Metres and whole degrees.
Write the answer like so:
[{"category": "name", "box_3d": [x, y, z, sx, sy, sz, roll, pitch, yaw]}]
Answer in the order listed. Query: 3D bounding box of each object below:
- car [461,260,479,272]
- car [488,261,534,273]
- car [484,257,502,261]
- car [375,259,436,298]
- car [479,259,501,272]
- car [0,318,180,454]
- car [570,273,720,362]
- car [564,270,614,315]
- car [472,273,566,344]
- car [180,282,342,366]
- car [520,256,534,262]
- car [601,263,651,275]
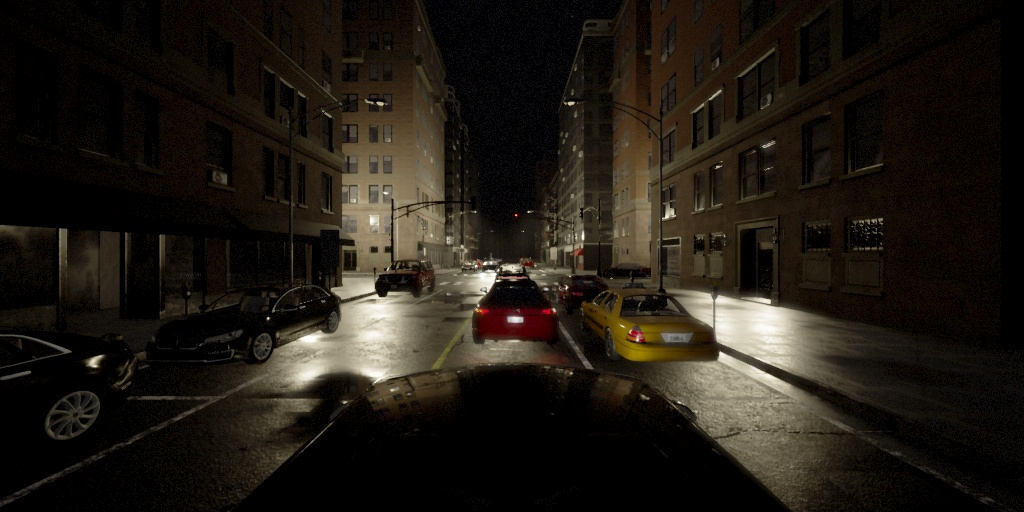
[{"category": "car", "box_3d": [-5.301, 1.293, 45.203, 2.007, 1.370, 4.403, 0, 0, 0]}, {"category": "car", "box_3d": [0.035, 1.239, 19.440, 2.128, 1.511, 4.902, 0, 0, 0]}, {"category": "car", "box_3d": [-2.734, 1.231, 54.916, 2.128, 1.511, 4.902, 0, 0, 0]}, {"category": "car", "box_3d": [-5.355, 1.062, 18.739, 2.192, 1.841, 5.009, 0, 0, 0]}, {"category": "car", "box_3d": [-2.762, 1.344, 45.347, 1.895, 1.301, 4.718, 0, 0, 0]}, {"category": "car", "box_3d": [-5.388, 1.300, 2.501, 2.007, 1.370, 4.403, 0, 0, 0]}, {"category": "car", "box_3d": [2.648, 1.275, 8.059, 1.751, 1.417, 4.829, 0, 0, 0]}, {"category": "car", "box_3d": [2.659, 1.330, 13.301, 1.802, 1.307, 4.207, 0, 0, 0]}, {"category": "car", "box_3d": [0.082, 1.313, 9.571, 1.994, 1.385, 4.181, 0, 0, 0]}, {"category": "car", "box_3d": [-5.377, 1.300, 7.914, 2.007, 1.370, 4.403, 0, 0, 0]}, {"category": "car", "box_3d": [2.757, 1.176, 61.541, 1.967, 1.591, 4.097, 0, 0, 0]}, {"category": "car", "box_3d": [10.445, 1.347, 33.293, 5.357, 1.411, 2.033, 0, 0, 0]}]
